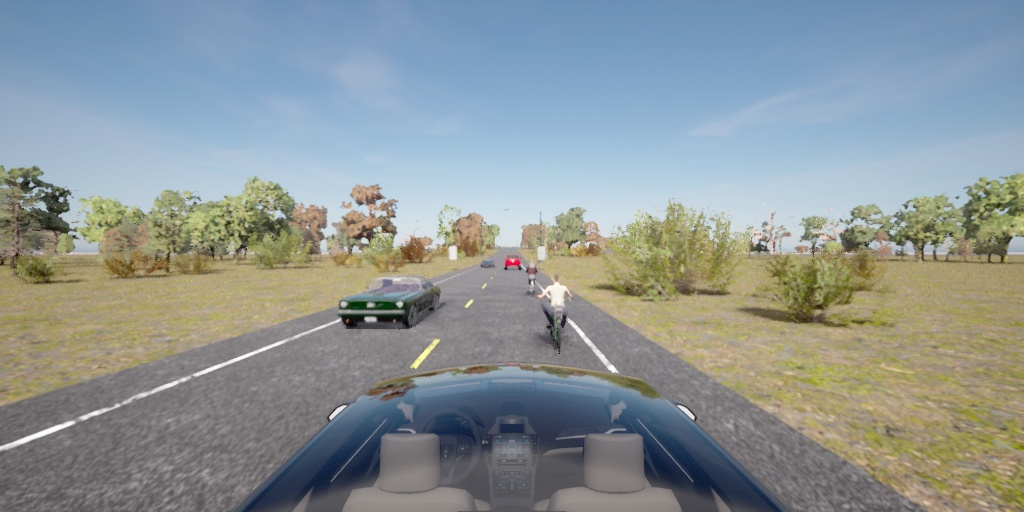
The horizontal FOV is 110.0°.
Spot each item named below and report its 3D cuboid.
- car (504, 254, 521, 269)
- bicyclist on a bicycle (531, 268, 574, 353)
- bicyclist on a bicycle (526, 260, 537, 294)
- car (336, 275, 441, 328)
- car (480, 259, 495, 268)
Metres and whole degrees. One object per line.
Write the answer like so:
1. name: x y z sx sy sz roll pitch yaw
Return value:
1. car: 0.107 0.766 49.646 2.150 2.045 5.566 0 0 0
2. bicyclist on a bicycle: 0.949 1.161 7.770 0.866 1.612 1.509 0 0 0
3. bicyclist on a bicycle: 0.965 1.053 17.519 0.659 1.776 1.843 0 0 0
4. car: -3.599 1.309 11.351 1.895 1.301 4.718 0 0 0
5. car: -3.574 1.094 53.199 1.994 1.385 4.181 0 0 0
